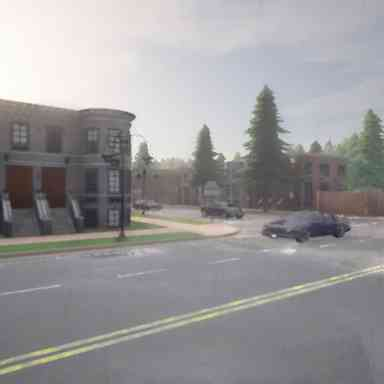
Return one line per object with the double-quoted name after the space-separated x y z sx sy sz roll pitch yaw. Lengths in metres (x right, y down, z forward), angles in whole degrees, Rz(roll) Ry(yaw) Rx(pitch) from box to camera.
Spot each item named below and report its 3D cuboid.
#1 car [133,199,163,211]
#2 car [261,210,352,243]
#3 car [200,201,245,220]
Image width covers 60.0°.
-5.690 1.648 42.063 2.033 1.411 5.357 0 0 -34 "car"
5.927 1.650 16.823 5.357 1.411 2.033 0 0 -36 "car"
2.631 1.602 29.487 1.837 1.490 4.892 0 0 -33 "car"
